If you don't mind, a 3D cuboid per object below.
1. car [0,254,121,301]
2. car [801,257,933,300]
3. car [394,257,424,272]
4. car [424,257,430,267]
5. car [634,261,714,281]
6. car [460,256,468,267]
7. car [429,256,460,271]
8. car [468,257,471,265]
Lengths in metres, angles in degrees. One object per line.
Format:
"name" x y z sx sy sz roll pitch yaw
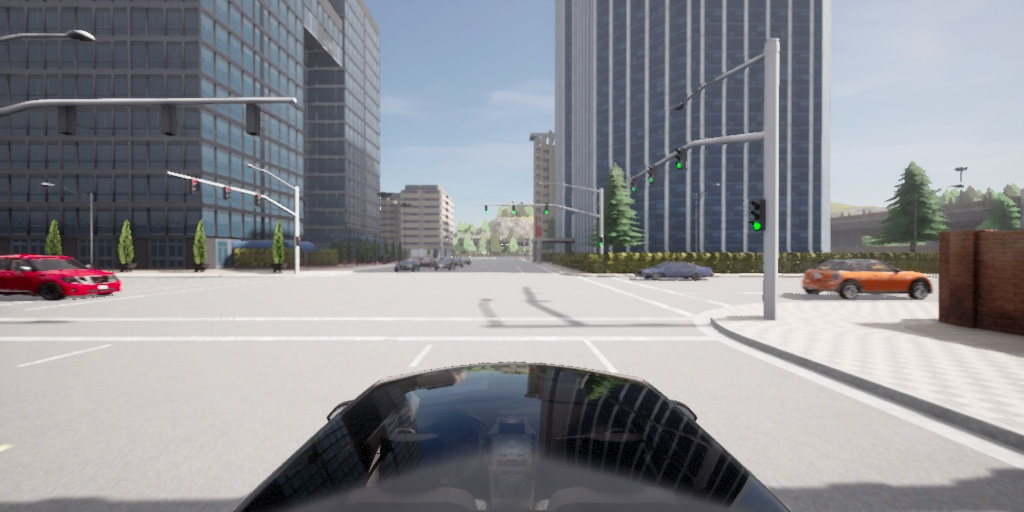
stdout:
"car" -21.045 0.976 16.004 5.566 2.045 2.150 1 0 -1
"car" 16.037 0.932 16.315 4.553 1.767 2.097 0 0 0
"car" -11.319 1.022 39.056 1.994 1.385 4.181 0 0 -1
"car" -11.444 0.866 47.955 1.882 1.535 5.008 0 1 -1
"car" 12.090 1.100 26.881 5.357 1.411 2.033 0 0 0
"car" -7.985 0.925 51.373 1.994 1.385 4.181 0 1 0
"car" -7.857 0.924 42.214 2.128 1.511 4.902 0 0 0
"car" -8.090 0.809 61.230 1.812 1.442 4.674 0 0 0
